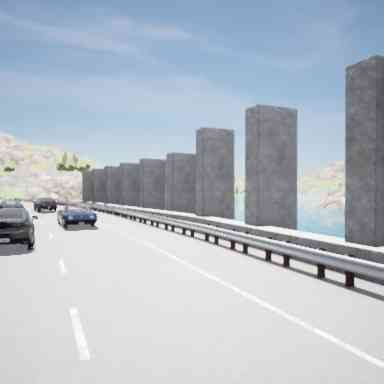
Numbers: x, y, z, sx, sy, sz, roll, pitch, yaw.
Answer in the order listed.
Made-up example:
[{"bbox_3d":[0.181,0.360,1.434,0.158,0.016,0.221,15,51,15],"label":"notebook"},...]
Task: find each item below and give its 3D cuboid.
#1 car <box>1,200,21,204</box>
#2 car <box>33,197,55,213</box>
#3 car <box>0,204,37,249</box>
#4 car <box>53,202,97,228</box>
[{"bbox_3d":[-15.852,1.415,29.120,2.033,1.411,5.357,0,0,-32],"label":"car"},{"bbox_3d":[-15.571,1.350,35.221,1.837,1.490,4.892,0,-2,-33],"label":"car"},{"bbox_3d":[-7.594,1.441,13.824,1.837,1.490,4.892,0,0,-26],"label":"car"},{"bbox_3d":[-7.518,1.516,21.423,1.895,1.301,4.718,0,0,-28],"label":"car"}]
